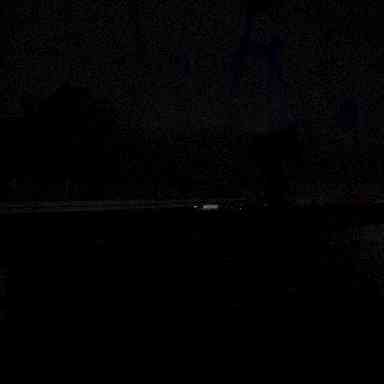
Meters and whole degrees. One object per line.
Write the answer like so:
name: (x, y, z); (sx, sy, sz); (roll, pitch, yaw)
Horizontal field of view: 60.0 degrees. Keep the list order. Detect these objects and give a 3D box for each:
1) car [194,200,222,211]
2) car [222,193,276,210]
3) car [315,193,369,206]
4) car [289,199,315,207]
car: (2.480, 1.560, 34.660); (4.718, 1.301, 1.895); (0, 0, -38)
car: (6.124, 1.166, 33.729); (5.566, 2.045, 2.150); (0, 0, -35)
car: (14.293, 1.128, 30.972); (5.566, 2.045, 2.150); (-1, 0, -34)
car: (11.736, 1.438, 33.455); (4.674, 1.442, 1.812); (-1, 0, -34)
